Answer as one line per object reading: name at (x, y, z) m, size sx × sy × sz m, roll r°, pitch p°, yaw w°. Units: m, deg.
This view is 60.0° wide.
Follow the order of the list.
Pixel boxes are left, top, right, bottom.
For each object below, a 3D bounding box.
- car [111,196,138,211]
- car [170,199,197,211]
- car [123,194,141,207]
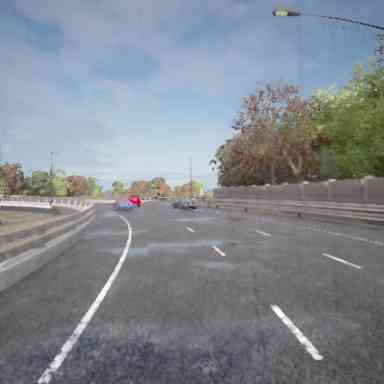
car at (-9.107, 1.648, 43.128) m, size 2.033 × 1.411 × 5.357 m, roll -1°, pitch 0°, yaw -25°
car at (-1.093, 1.554, 42.102) m, size 2.033 × 1.411 × 5.357 m, roll -1°, pitch 0°, yaw -23°
car at (-9.843, 1.329, 52.307) m, size 2.150 × 2.045 × 5.566 m, roll 0°, pitch 0°, yaw -29°
